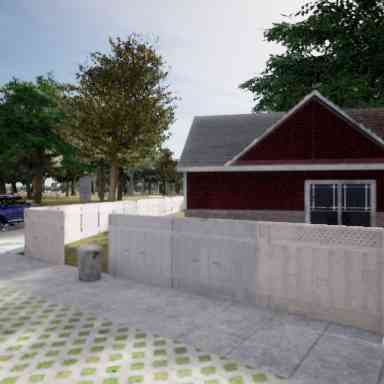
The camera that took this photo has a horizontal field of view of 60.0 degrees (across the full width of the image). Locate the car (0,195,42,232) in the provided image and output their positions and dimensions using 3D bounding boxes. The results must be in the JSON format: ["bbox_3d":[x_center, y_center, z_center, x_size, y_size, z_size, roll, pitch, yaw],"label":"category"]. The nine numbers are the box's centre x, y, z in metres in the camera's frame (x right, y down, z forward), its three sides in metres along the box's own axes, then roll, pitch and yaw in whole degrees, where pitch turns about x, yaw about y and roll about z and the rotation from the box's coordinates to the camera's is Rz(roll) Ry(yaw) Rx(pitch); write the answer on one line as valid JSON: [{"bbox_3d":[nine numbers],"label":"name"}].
[{"bbox_3d":[-10.997,1.156,19.395,2.150,2.045,5.566,0,0,12],"label":"car"}]
